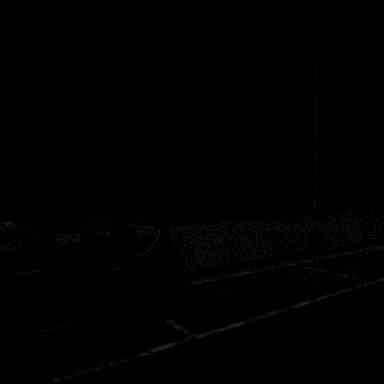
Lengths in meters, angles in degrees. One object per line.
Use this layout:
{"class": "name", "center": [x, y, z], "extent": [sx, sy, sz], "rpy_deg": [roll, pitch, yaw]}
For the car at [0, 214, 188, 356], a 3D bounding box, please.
{"class": "car", "center": [-2.385, 1.316, 4.945], "extent": [5.009, 1.841, 2.192], "rpy_deg": [0, 0, -35]}
